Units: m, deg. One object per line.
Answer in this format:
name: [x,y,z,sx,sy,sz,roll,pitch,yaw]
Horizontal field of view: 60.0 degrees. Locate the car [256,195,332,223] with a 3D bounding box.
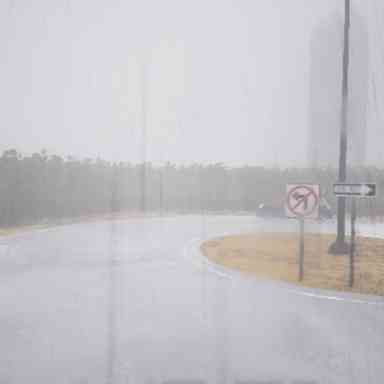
car: [6.444,0.912,21.314,4.553,1.767,2.097,1,2,16]
